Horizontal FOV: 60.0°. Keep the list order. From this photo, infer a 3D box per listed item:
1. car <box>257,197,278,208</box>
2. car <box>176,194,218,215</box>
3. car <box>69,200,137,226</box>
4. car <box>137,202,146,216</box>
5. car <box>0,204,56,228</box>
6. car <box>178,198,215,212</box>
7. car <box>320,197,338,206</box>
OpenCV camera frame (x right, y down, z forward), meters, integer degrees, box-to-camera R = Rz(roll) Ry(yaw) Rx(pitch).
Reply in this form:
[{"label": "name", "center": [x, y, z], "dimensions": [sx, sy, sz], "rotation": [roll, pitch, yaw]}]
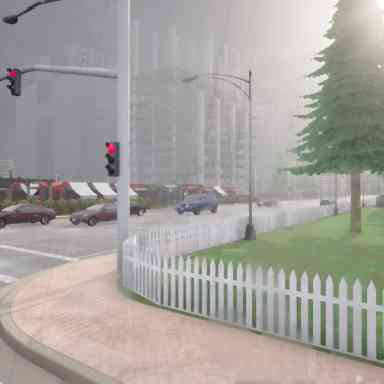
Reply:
[{"label": "car", "center": [11.297, 1.493, 49.568], "dimensions": [2.128, 1.511, 4.902], "rotation": [0, 0, 34]}, {"label": "car", "center": [0.623, 1.216, 33.905], "dimensions": [2.150, 2.045, 5.566], "rotation": [0, 1, 34]}, {"label": "car", "center": [-6.359, 1.526, 23.512], "dimensions": [1.812, 1.442, 4.674], "rotation": [0, 0, 34]}, {"label": "car", "center": [-6.252, 1.478, 29.968], "dimensions": [1.882, 1.535, 5.008], "rotation": [0, 0, 34]}, {"label": "car", "center": [-11.475, 1.526, 22.225], "dimensions": [1.812, 1.442, 4.674], "rotation": [0, 0, 36]}, {"label": "car", "center": [0.579, 1.490, 40.078], "dimensions": [2.128, 1.511, 4.902], "rotation": [0, 0, 34]}, {"label": "car", "center": [21.035, 1.526, 51.303], "dimensions": [1.812, 1.442, 4.674], "rotation": [0, 0, 34]}]
